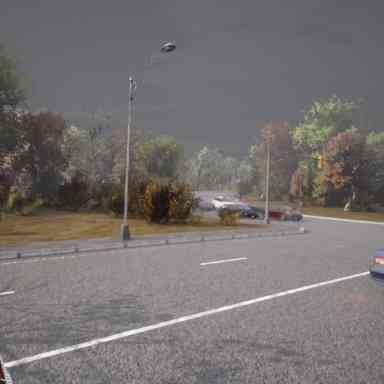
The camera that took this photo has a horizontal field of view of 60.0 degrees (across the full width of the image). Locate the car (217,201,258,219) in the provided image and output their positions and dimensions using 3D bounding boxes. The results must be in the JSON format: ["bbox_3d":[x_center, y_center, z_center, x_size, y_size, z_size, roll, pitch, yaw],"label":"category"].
[{"bbox_3d":[5.233,2.137,36.609,2.033,1.411,5.357,3,-1,-23],"label":"car"}]

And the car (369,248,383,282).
[{"bbox_3d":[6.634,1.666,8.499,5.357,1.411,2.033,2,-1,-36],"label":"car"}]

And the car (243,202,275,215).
[{"bbox_3d":[9.236,2.286,46.416,2.128,1.511,4.902,3,0,-19],"label":"car"}]

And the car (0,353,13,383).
[{"bbox_3d":[-3.257,1.354,1.425,4.553,1.767,2.097,0,0,-35],"label":"car"}]

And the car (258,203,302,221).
[{"bbox_3d":[9.604,2.113,35.468,2.097,1.767,4.553,3,-1,-24],"label":"car"}]

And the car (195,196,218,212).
[{"bbox_3d":[1.498,1.918,47.080,1.837,1.490,4.892,3,2,-17],"label":"car"}]

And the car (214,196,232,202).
[{"bbox_3d":[4.678,1.766,48.582,2.150,2.045,5.566,3,2,-16],"label":"car"}]
